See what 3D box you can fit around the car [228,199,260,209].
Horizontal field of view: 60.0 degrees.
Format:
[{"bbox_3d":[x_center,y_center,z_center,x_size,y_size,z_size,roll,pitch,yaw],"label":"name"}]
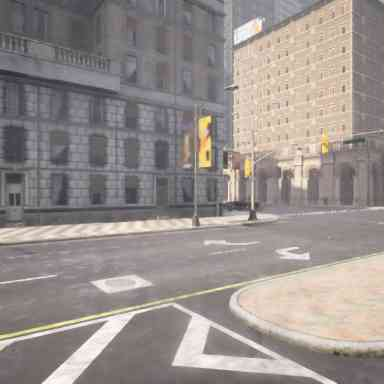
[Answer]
[{"bbox_3d":[7.287,1.601,46.479,1.895,1.301,4.718,0,0,-36],"label":"car"}]
